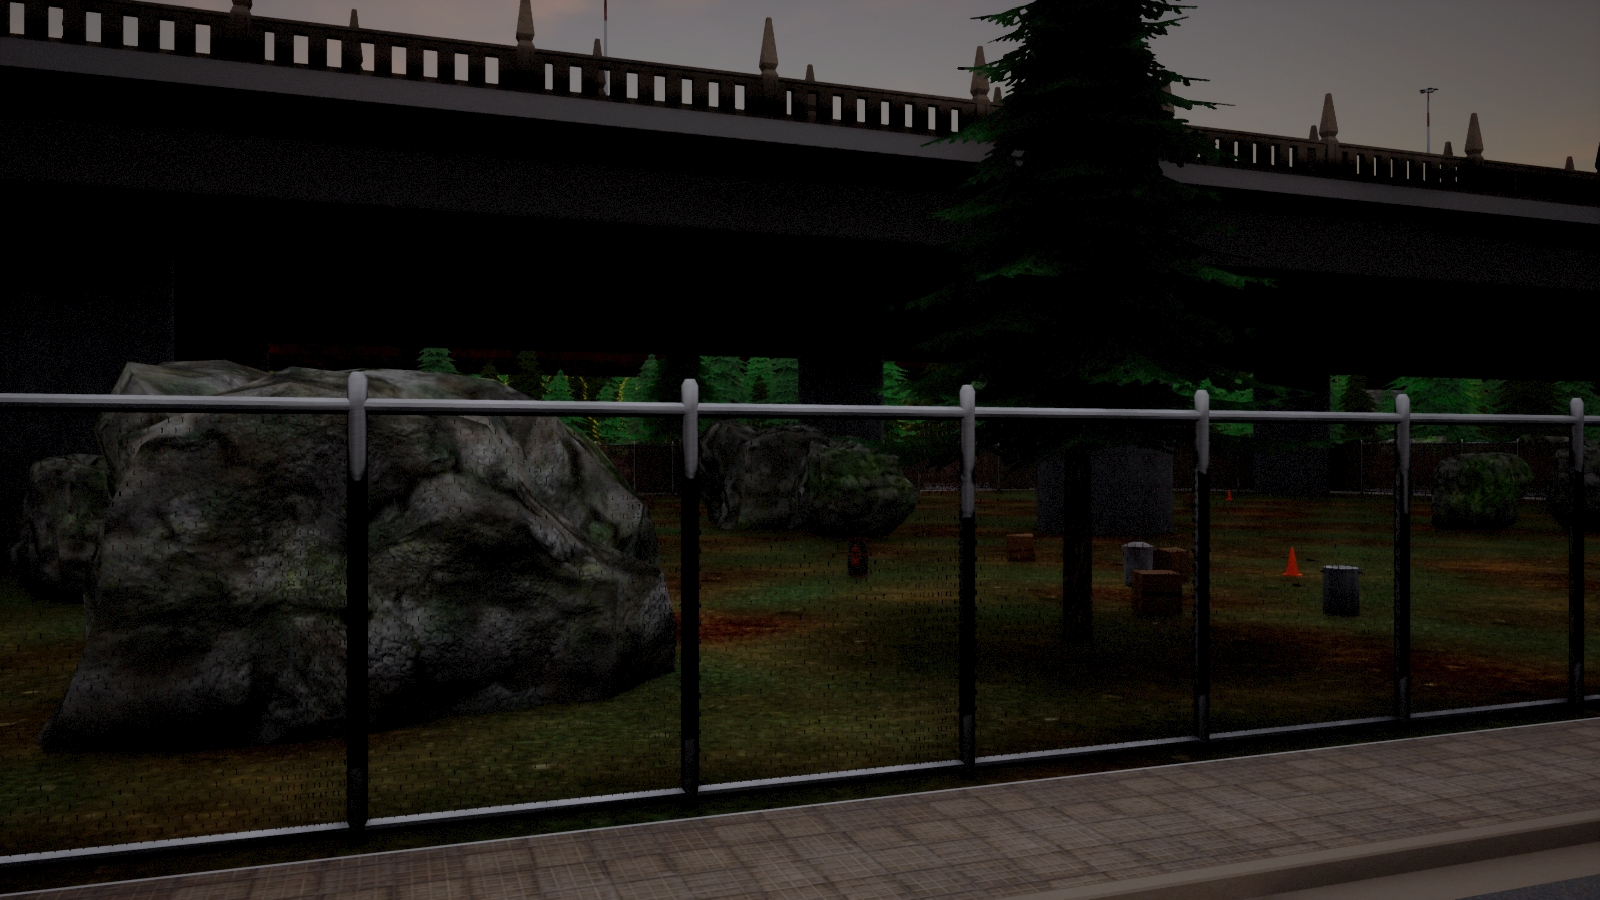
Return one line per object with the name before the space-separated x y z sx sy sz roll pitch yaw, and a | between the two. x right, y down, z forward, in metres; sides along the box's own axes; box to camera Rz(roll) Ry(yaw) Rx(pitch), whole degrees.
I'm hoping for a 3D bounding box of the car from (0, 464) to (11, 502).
car | -43.633 1.779 60.094 2.150 2.045 5.566 0 0 -19
